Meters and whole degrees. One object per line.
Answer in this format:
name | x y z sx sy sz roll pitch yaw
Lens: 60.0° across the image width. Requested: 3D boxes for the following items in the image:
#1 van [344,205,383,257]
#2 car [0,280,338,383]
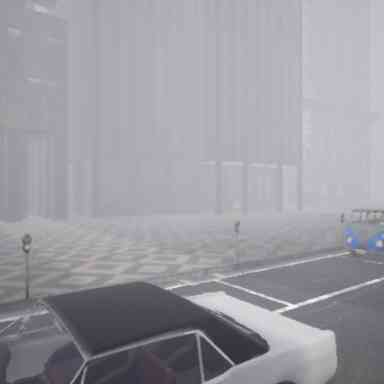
van | 6.988 1.347 11.644 3.998 1.788 1.690 0 0 -36
car | -0.943 1.601 2.706 4.718 1.301 1.895 0 0 -36
